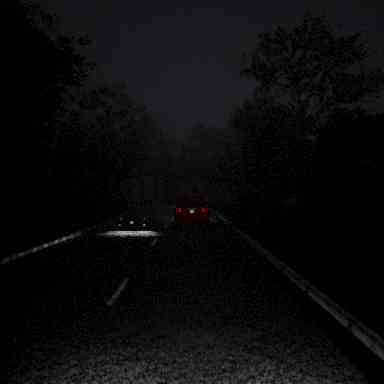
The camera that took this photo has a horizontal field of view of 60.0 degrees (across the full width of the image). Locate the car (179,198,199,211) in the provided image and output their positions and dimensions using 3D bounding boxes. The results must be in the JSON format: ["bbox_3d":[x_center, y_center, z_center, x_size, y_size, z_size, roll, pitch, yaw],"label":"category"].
[{"bbox_3d":[-0.431,1.493,41.958,2.128,1.511,4.902,0,0,-6],"label":"car"}]

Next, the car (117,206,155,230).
[{"bbox_3d":[-3.464,1.575,21.164,1.994,1.385,4.181,0,0,0],"label":"car"}]

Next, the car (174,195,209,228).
[{"bbox_3d":[-0.018,1.232,22.235,2.150,2.045,5.566,0,0,0],"label":"car"}]
